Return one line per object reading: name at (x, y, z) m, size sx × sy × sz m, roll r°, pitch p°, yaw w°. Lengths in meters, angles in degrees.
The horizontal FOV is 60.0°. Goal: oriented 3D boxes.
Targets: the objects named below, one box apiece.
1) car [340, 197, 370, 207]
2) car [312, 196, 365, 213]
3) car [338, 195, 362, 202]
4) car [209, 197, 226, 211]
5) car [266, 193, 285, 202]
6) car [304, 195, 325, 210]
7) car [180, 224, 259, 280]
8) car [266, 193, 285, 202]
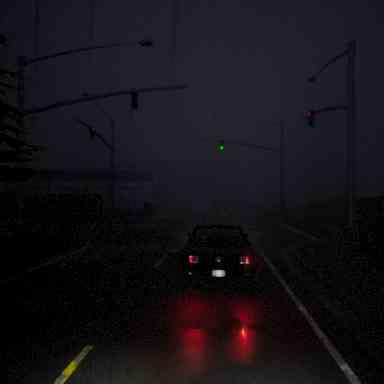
car at (24.378, 1.471, 49.928) m, size 3.633 × 1.501 × 1.845 m, roll 0°, pitch 0°, yaw 4°
car at (15.700, 1.444, 35.531) m, size 4.514 × 1.523 × 2.007 m, roll 0°, pitch 0°, yaw 4°
car at (37.225, 1.533, 78.470) m, size 4.514 × 1.523 × 2.007 m, roll 0°, pitch 0°, yaw 4°
car at (3.301, 1.443, 42.582) m, size 2.097 × 1.767 × 4.553 m, roll 0°, pitch 0°, yaw 4°
car at (18.281, 1.543, 72.836) m, size 3.806 × 1.475 × 1.970 m, roll 0°, pitch 0°, yaw 4°
car at (15.873, 1.441, 38.663) m, size 5.027 × 1.636 × 2.152 m, roll 0°, pitch 0°, yaw 4°
car at (0.775, 1.622, 10.034) m, size 1.895 × 1.301 × 4.718 m, roll 0°, pitch 0°, yaw 4°
car at (19.130, 1.268, 76.109) m, size 3.866 × 1.878 × 1.905 m, roll 0°, pitch 0°, yaw 4°
